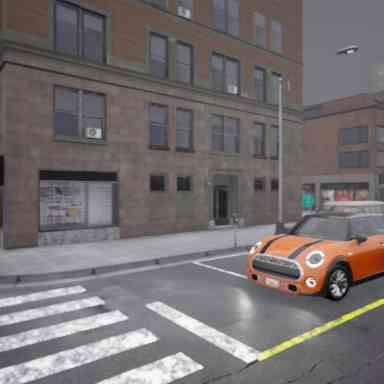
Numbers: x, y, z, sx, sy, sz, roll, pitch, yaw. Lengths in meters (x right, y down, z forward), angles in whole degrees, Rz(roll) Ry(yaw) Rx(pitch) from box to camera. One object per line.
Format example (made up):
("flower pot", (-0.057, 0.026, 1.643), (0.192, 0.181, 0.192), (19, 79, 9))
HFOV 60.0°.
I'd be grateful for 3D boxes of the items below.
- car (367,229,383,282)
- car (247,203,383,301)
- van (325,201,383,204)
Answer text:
("car", (5.668, 1.470, 6.405), (4.902, 1.511, 2.128), (0, 0, -37))
("car", (3.501, 1.323, 8.382), (4.553, 1.767, 2.097), (0, 0, -36))
("van", (6.997, 1.284, 14.239), (3.998, 1.788, 1.690), (0, 0, -37))
